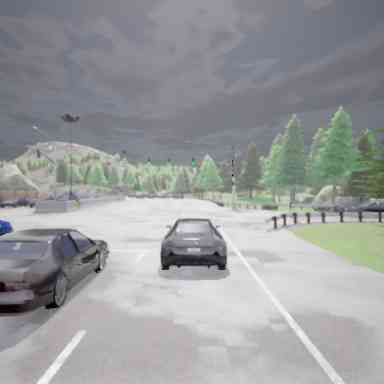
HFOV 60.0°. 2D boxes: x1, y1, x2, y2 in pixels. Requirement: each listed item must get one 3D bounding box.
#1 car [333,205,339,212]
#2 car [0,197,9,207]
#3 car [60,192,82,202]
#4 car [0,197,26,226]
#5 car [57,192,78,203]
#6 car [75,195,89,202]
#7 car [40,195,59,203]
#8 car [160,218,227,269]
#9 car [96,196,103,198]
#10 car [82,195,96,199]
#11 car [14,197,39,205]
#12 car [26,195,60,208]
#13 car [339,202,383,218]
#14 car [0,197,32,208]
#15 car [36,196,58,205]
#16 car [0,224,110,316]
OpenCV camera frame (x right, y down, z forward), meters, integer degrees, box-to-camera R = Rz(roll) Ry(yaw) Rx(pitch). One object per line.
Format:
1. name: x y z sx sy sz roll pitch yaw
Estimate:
1. car: 15.965 1.518 32.370 4.181 1.385 1.994 0 0 7
2. car: -28.262 1.478 46.855 2.033 1.411 5.357 0 0 0
3. car: -21.246 1.255 57.677 2.097 1.767 4.553 0 0 0
4. car: -6.946 1.238 8.802 2.150 2.045 5.566 0 0 0
5. car: -24.783 1.109 66.277 2.150 2.045 5.566 0 0 0
6. car: -24.897 1.414 75.430 1.994 1.385 4.181 0 0 -3
7. car: -28.283 1.385 66.166 1.837 1.490 4.892 0 0 0
8. car: 0.049 1.574 11.217 1.994 1.385 4.181 0 0 0
9. car: -21.399 1.456 75.564 1.895 1.301 4.718 0 0 -3
10. car: -21.283 1.435 66.237 1.994 1.385 4.181 0 0 0
11. car: -28.242 1.508 56.885 1.895 1.301 4.718 0 0 0
12. car: -21.281 1.475 47.542 2.033 1.411 5.357 0 0 0
13. car: 15.869 1.454 28.850 4.902 1.511 2.128 0 0 7
14. car: -24.778 1.478 46.857 2.033 1.411 5.357 0 0 0
15. car: -24.742 1.432 56.839 1.812 1.442 4.674 0 0 0
16. car: -3.442 1.561 7.822 2.033 1.411 5.357 0 0 0
